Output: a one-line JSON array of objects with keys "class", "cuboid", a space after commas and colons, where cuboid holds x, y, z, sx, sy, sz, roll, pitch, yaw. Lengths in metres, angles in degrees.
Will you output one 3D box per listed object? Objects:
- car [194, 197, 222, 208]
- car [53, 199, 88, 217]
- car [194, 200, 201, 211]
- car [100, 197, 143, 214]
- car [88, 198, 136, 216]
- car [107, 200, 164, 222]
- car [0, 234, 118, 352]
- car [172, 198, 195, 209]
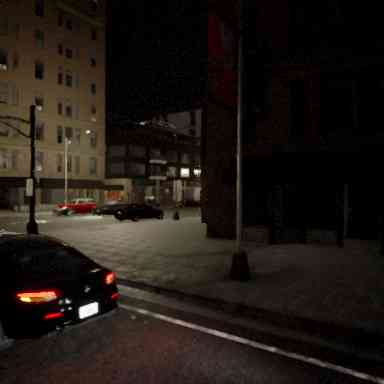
[{"class": "car", "cuboid": [2.345, 1.461, 48.206, 2.008, 1.369, 4.403, 0, 0, 36]}, {"class": "car", "cuboid": [-10.545, 1.349, 30.324, 1.967, 1.590, 4.097, 1, 0, 36]}, {"class": "car", "cuboid": [2.410, 1.545, 34.573, 1.802, 1.307, 4.206, 0, 0, 36]}, {"class": "car", "cuboid": [-7.322, 1.348, 34.794, 1.967, 1.590, 4.097, 1, 0, 36]}, {"class": "car", "cuboid": [-7.062, 1.490, 30.819, 1.994, 1.385, 4.181, 0, 0, 36]}, {"class": "car", "cuboid": [-4.036, 1.530, 25.631, 1.947, 1.339, 4.313, 1, 0, 36]}, {"class": "car", "cuboid": [-3.343, 1.509, 6.069, 4.674, 1.442, 1.812, 0, 0, 35]}, {"class": "car", "cuboid": [-0.878, 1.490, 43.735, 1.802, 1.307, 4.206, 0, 0, 36]}]
